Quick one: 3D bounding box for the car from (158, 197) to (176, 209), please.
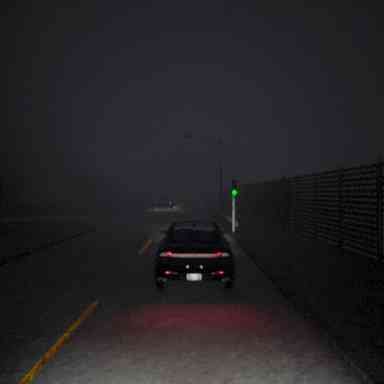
[{"bbox_3d":[-4.010,1.644,51.016,2.097,1.767,4.553,0,0,0],"label":"car"}]

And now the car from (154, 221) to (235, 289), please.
[{"bbox_3d":[0.071,1.546,9.290,2.128,1.511,4.902,0,0,1],"label":"car"}]

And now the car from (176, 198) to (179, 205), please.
[{"bbox_3d":[-3.966,1.946,60.383,1.895,1.301,4.718,0,0,0],"label":"car"}]

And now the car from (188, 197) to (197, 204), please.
[{"bbox_3d":[0.131,2.041,78.024,1.895,1.301,4.718,0,0,0],"label":"car"}]

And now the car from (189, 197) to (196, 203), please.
[{"bbox_3d":[0.141,2.097,87.796,1.895,1.301,4.718,0,0,0],"label":"car"}]

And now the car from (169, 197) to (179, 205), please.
[{"bbox_3d":[-3.882,1.883,70.818,1.882,1.535,5.008,0,0,0],"label":"car"}]
